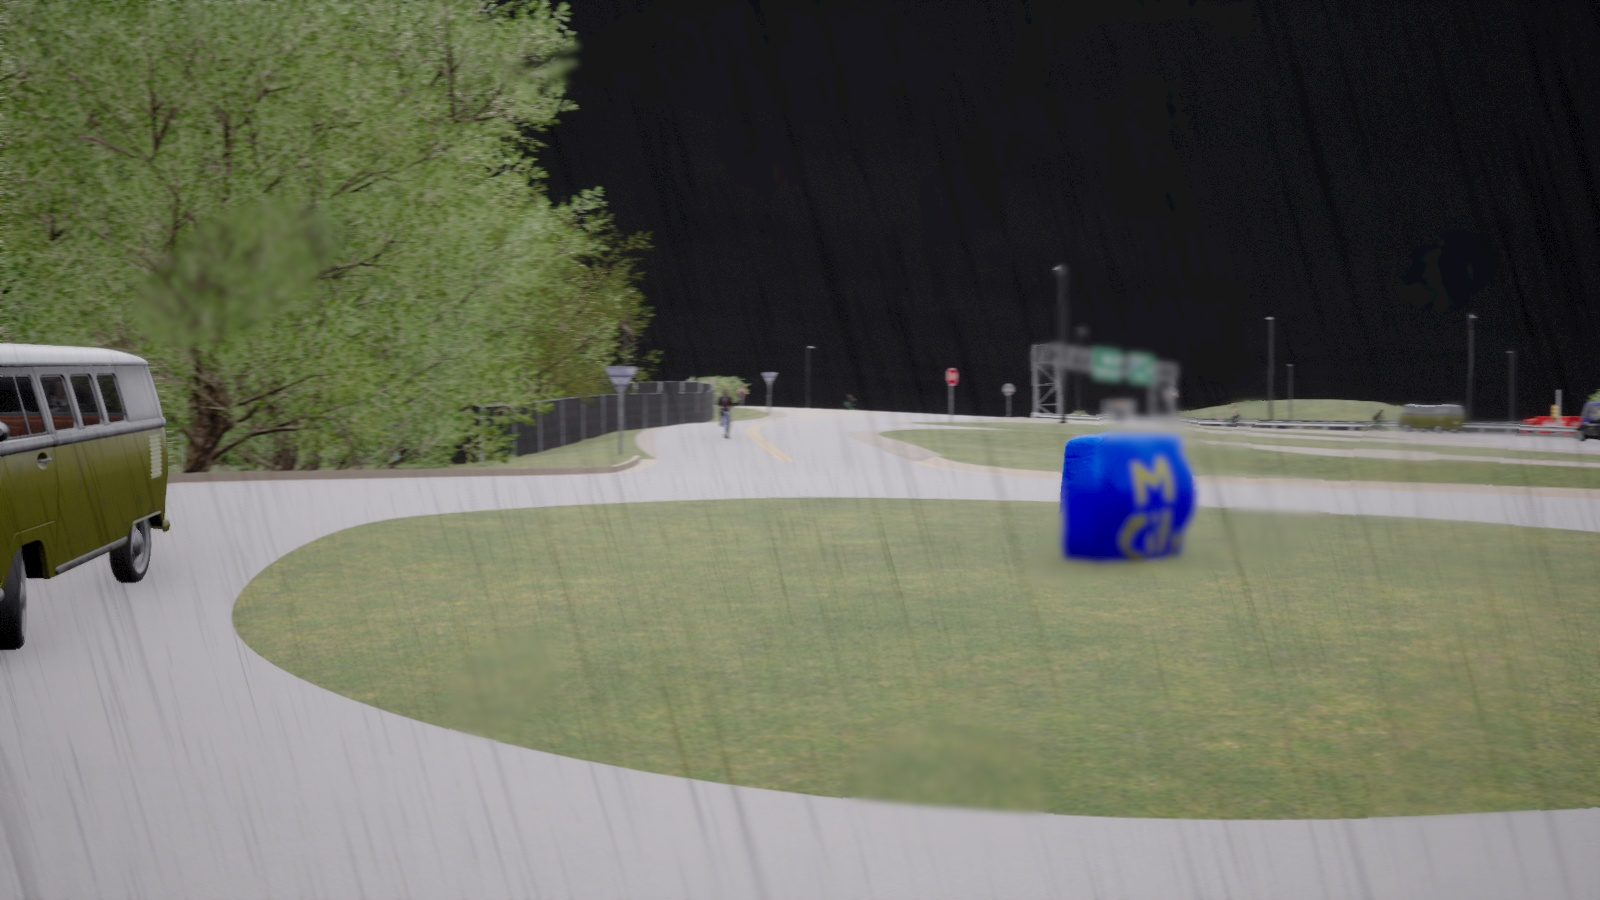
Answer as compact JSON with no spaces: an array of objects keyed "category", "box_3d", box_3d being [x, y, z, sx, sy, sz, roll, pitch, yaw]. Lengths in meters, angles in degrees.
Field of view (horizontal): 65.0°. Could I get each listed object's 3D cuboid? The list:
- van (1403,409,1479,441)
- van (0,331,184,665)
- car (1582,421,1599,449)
[{"category":"van","box_3d":[43.709,-1.741,85.751,1.775,1.987,4.442,1,2,-23]},{"category":"van","box_3d":[-6.034,0.154,9.121,1.775,1.987,4.442,0,4,-12]},{"category":"car","box_3d":[45.709,-0.814,70.105,1.882,1.535,5.008,1,3,12]}]
